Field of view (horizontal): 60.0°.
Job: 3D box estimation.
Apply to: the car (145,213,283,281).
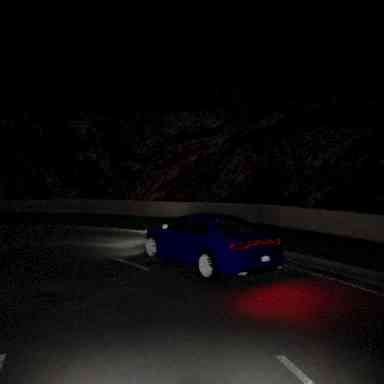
[{"bbox_3d":[0.343,1.351,9.708,1.882,1.535,5.008,0,0,-33],"label":"car"}]
